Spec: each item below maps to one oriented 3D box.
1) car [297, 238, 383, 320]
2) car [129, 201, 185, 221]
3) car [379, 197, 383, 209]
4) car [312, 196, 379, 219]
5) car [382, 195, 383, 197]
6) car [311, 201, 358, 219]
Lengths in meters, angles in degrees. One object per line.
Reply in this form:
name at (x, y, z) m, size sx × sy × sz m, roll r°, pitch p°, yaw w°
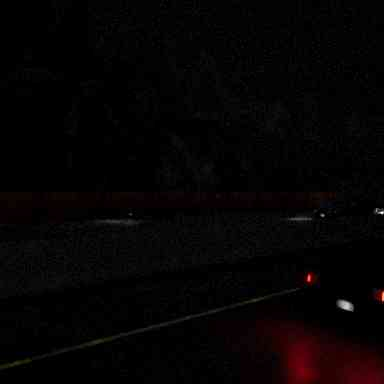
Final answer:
car at (4.391, 1.625, 6.889) m, size 4.718 × 1.301 × 1.895 m, roll 0°, pitch 0°, yaw -36°
car at (-2.867, 1.563, 27.755) m, size 4.892 × 1.490 × 1.837 m, roll 1°, pitch -1°, yaw -36°
car at (25.616, 1.696, 43.774) m, size 5.357 × 1.411 × 2.033 m, roll 0°, pitch 0°, yaw -35°
car at (11.476, 1.302, 25.099) m, size 5.566 × 2.045 × 2.150 m, roll 0°, pitch 0°, yaw -36°
car at (30.887, 1.398, 51.799) m, size 5.566 × 2.045 × 2.150 m, roll 0°, pitch 0°, yaw -35°
car at (13.092, 1.620, 30.551) m, size 4.674 × 1.442 × 1.812 m, roll 0°, pitch 0°, yaw -36°
